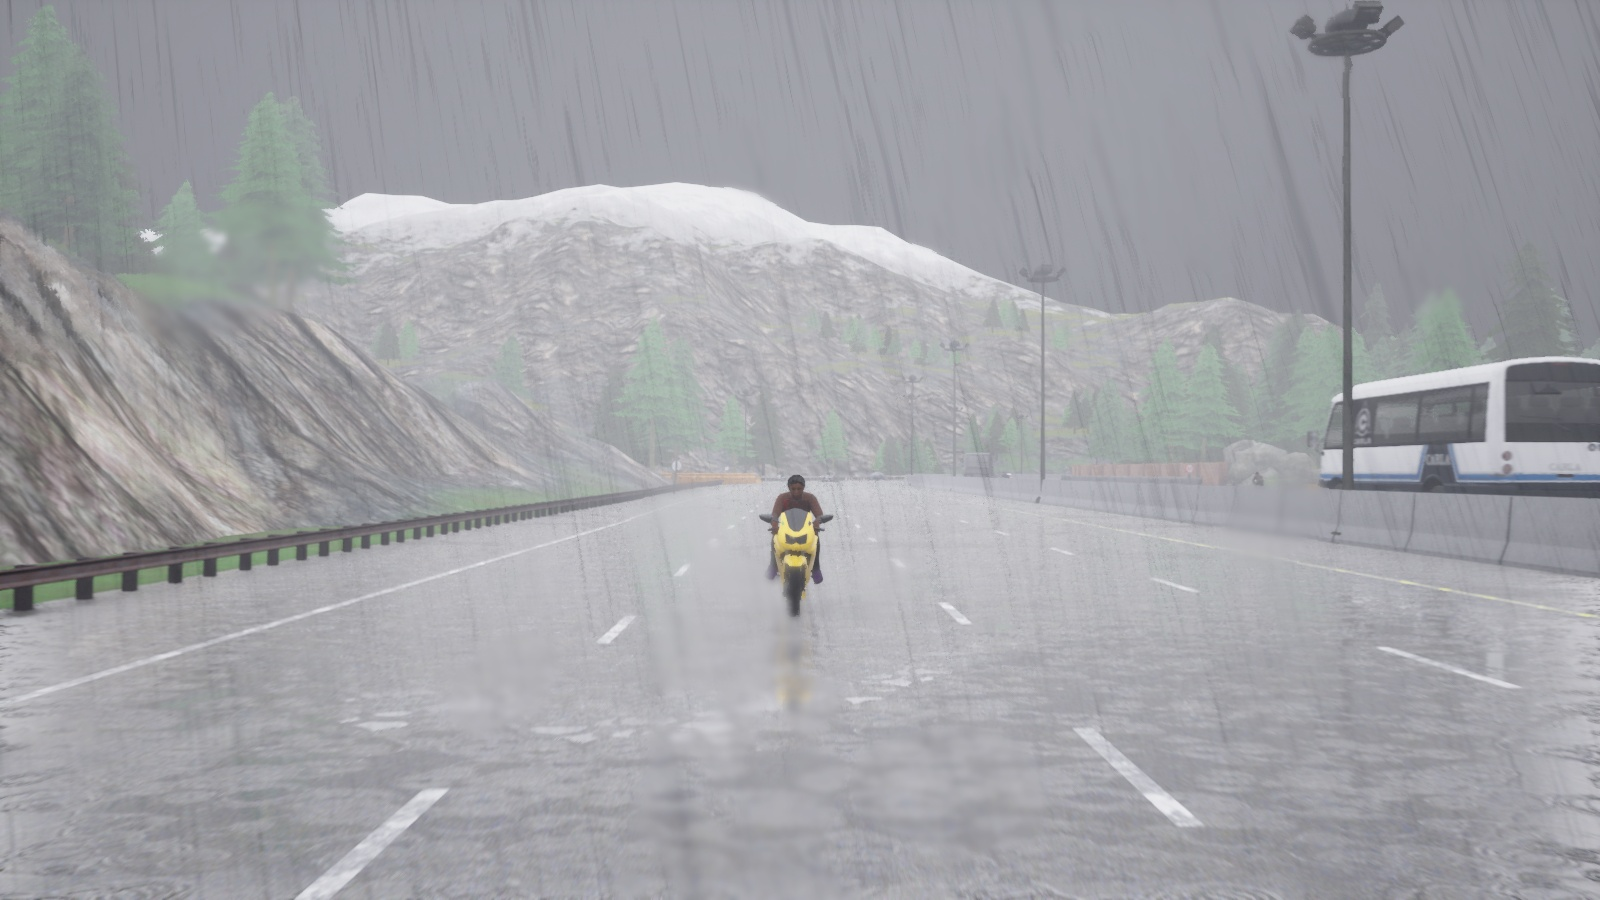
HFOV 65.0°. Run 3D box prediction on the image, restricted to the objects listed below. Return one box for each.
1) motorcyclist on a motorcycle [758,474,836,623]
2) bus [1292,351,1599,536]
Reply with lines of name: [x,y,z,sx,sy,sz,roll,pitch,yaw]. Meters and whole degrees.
motorcyclist on a motorcycle: [-0.033,1.030,13.921,0.797,1.523,2.044,0,-1,0]
bus: [17.412,-0.059,34.204,3.944,4.253,10.273,0,-1,0]
